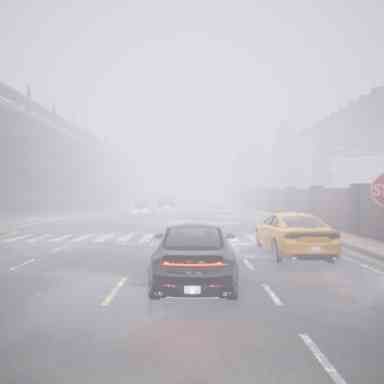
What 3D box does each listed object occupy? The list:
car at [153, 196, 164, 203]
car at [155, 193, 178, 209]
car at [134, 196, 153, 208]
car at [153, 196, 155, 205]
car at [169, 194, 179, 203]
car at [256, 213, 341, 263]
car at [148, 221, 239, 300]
[{"bbox_3d":[-7.353,1.539,72.777,2.033,1.411,5.357,0,0,-1],"label":"car"},{"bbox_3d":[-3.498,1.222,46.815,2.150,2.045,5.566,0,0,-1],"label":"car"},{"bbox_3d":[-7.007,1.601,46.880,1.895,1.301,4.718,0,0,-1],"label":"car"},{"bbox_3d":[-7.189,1.477,58.661,1.882,1.535,5.008,0,0,-1],"label":"car"},{"bbox_3d":[-3.853,1.354,72.842,2.097,1.767,4.553,0,0,-1],"label":"car"},{"bbox_3d":[3.588,1.478,12.065,1.882,1.535,5.008,0,0,0],"label":"car"},{"bbox_3d":[0.059,1.505,8.379,1.837,1.490,4.892,0,0,1],"label":"car"}]
